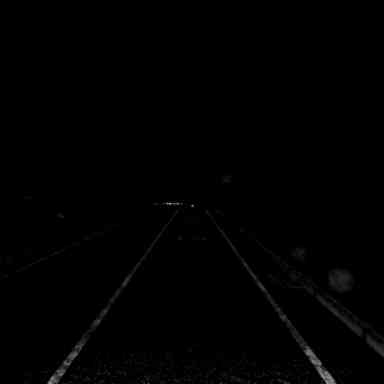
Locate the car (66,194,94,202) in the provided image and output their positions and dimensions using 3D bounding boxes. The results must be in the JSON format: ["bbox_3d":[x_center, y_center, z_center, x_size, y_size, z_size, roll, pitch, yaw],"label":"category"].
[{"bbox_3d":[-22.058,1.129,65.548,4.892,1.521,2.231,0,1,0],"label":"car"}]

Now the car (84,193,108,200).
[{"bbox_3d":[-22.088,0.997,76.649,4.892,1.521,2.231,0,1,0],"label":"car"}]

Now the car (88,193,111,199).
[{"bbox_3d":[-22.115,0.992,79.425,4.792,1.488,2.163,0,1,0],"label":"car"}]

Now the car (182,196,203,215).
[{"bbox_3d":[0.068,1.292,31.956,2.033,1.649,4.856,0,0,0],"label":"car"}]

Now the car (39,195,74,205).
[{"bbox_3d":[-22.075,1.264,54.439,4.792,1.488,2.163,0,0,0],"label":"car"}]

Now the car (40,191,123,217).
[{"bbox_3d":[-8.895,1.107,27.071,5.566,2.045,2.435,0,0,0],"label":"car"}]

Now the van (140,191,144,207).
[{"bbox_3d":[-9.066,1.064,43.891,4.442,1.987,1.878,0,0,0],"label":"van"}]

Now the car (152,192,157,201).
[{"bbox_3d":[-9.001,1.238,57.916,4.792,1.488,2.163,0,1,0],"label":"car"}]

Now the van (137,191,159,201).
[{"bbox_3d":[-9.106,0.859,69.128,4.442,1.987,1.878,0,1,0],"label":"van"}]

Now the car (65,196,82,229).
[{"bbox_3d":[-8.941,1.267,18.662,4.553,1.767,2.185,0,0,0],"label":"car"}]

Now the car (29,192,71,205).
[{"bbox_3d":[-22.013,1.002,51.662,5.566,2.045,2.435,0,0,0],"label":"car"}]

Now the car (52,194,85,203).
[{"bbox_3d":[-22.239,1.184,59.993,5.366,1.575,1.946,0,1,0],"label":"car"}]

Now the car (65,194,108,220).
[{"bbox_3d":[-8.887,1.244,24.269,4.553,1.767,2.185,0,0,0],"label":"car"}]

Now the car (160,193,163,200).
[{"bbox_3d":[-8.980,1.119,66.327,5.008,1.535,2.097,0,1,0],"label":"car"}]

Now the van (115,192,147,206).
[{"bbox_3d":[-9.075,1.040,49.496,4.442,1.987,1.878,0,0,0],"label":"van"}]

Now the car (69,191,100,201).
[{"bbox_3d":[-22.039,0.844,68.319,5.566,2.045,2.435,0,1,0],"label":"car"}]

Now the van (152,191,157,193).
[{"bbox_3d":[-9.093,0.954,60.716,4.442,1.987,1.878,0,1,0],"label":"van"}]

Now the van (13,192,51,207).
[{"bbox_3d":[-22.150,1.055,46.109,4.442,1.987,1.878,0,0,0],"label":"van"}]

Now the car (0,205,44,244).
[{"bbox_3d":[-8.896,1.415,13.056,5.008,1.535,2.097,0,0,0],"label":"car"}]

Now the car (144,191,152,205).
[{"bbox_3d":[-8.926,1.027,46.695,5.566,2.045,2.435,0,0,0],"label":"car"}]

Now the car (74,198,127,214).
[{"bbox_3d":[-8.929,1.375,32.679,4.674,1.452,2.002,0,0,0],"label":"car"}]

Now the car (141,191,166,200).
[{"bbox_3d":[-8.975,0.734,77.537,5.566,2.045,2.435,0,1,0],"label":"car"}]

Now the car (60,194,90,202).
[{"bbox_3d":[-22.054,1.159,62.770,5.008,1.535,2.097,0,1,0],"label":"car"}]

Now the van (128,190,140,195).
[{"bbox_3d":[-9.062,1.075,41.088,4.442,1.987,1.878,0,0,0],"label":"van"}]

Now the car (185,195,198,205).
[{"bbox_3d":[-0.010,1.290,53.677,1.994,1.385,4.181,0,0,0],"label":"car"}]

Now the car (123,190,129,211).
[{"bbox_3d":[-8.899,1.096,29.875,5.566,2.045,2.435,0,0,0],"label":"car"}]

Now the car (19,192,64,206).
[{"bbox_3d":[-22.066,1.018,48.885,5.566,2.045,2.435,0,0,0],"label":"car"}]

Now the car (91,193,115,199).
[{"bbox_3d":[-21.904,0.926,82.200,5.366,1.575,1.946,0,1,0],"label":"car"}]

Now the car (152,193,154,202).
[{"bbox_3d":[-8.969,1.249,52.305,4.892,1.521,2.231,0,0,0],"label":"car"}]

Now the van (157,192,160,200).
[{"bbox_3d":[-8.864,0.925,63.518,4.442,1.987,1.878,0,1,0],"label":"van"}]

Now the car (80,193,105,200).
[{"bbox_3d":[-22.082,1.029,73.874,5.008,1.535,2.097,0,1,0],"label":"car"}]

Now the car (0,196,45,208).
[{"bbox_3d":[-22.215,1.289,43.336,5.366,1.575,1.946,0,0,0],"label":"car"}]

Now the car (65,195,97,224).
[{"bbox_3d":[-8.883,1.256,21.465,4.553,1.767,2.185,0,0,0],"label":"car"}]

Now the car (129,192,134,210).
[{"bbox_3d":[-8.968,1.198,35.482,4.553,1.767,2.185,0,0,0],"label":"car"}]

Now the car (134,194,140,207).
[{"bbox_3d":[-8.934,1.313,38.285,4.892,1.521,2.231,0,0,0],"label":"car"}]

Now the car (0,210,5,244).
[{"bbox_3d":[-8.867,1.457,10.253,4.792,1.488,2.163,0,0,0],"label":"car"}]

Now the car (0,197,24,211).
[{"bbox_3d":[-21.991,1.344,37.785,4.792,1.488,2.163,0,0,0],"label":"car"}]

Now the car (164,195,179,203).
[{"bbox_3d":[-3.301,1.225,59.557,2.033,1.411,5.357,0,0,1],"label":"car"}]

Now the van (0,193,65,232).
[{"bbox_3d":[-8.789,1.178,15.859,4.442,1.987,1.878,0,0,0],"label":"van"}]
